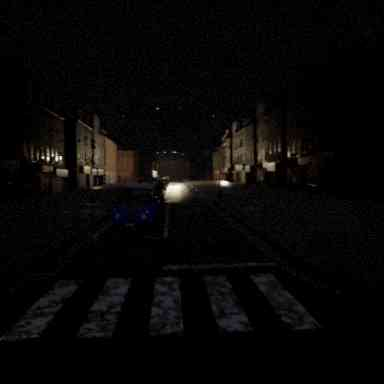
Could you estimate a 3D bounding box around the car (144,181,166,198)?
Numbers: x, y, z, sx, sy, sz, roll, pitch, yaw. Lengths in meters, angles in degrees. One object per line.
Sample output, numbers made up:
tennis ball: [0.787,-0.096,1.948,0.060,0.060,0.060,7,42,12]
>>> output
car: [-3.552,-0.294,32.787,1.887,1.381,4.507,1,3,-4]

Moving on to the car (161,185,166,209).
car: [-2.558,0.569,17.278,2.008,1.369,4.403,1,3,-4]

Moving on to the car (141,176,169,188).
car: [-2.871,0.056,22.232,2.192,1.841,5.009,1,3,-4]

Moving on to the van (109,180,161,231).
van: [-2.341,0.545,13.958,1.690,1.788,3.998,1,3,-4]

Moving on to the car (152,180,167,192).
car: [-4.230,-0.822,43.334,1.802,1.307,4.206,1,3,-4]

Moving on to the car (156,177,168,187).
car: [-5.242,-1.784,59.144,1.967,1.590,4.097,1,3,-4]

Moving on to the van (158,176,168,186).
van: [-5.579,-2.149,64.411,1.690,1.788,3.998,1,3,-4]

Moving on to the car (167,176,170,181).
car: [-4.905,-1.410,53.877,1.887,1.381,4.507,1,3,-4]

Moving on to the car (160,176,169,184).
car: [-6.593,-2.954,80.229,2.192,1.841,5.009,1,3,-4]

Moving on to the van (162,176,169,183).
van: [-7.269,-3.427,90.779,1.690,1.788,3.998,0,3,-4]
